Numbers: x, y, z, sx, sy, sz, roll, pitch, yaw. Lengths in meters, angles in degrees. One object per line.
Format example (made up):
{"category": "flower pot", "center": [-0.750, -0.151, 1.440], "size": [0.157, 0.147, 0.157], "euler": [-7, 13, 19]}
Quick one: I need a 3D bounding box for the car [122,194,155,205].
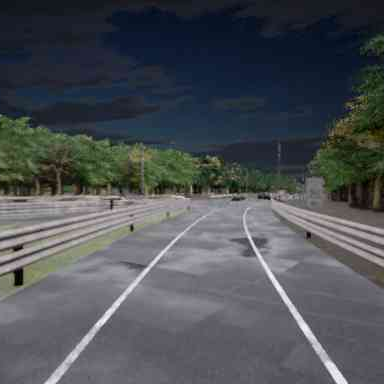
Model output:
{"category": "car", "center": [-6.659, 1.150, 41.835], "size": [2.097, 1.767, 4.553], "euler": [1, 0, 31]}

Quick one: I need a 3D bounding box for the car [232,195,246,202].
{"category": "car", "center": [10.090, 1.344, 71.197], "size": [1.837, 1.490, 4.892], "euler": [1, 0, 28]}

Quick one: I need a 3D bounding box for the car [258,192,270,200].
{"category": "car", "center": [19.147, 1.090, 88.223], "size": [2.150, 2.045, 5.566], "euler": [1, 0, 28]}
